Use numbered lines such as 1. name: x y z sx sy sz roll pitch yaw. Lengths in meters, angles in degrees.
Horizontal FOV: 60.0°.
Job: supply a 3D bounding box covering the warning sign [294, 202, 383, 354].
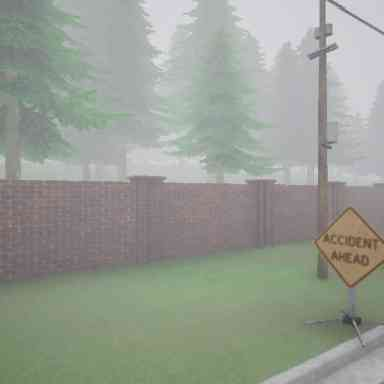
1. warning sign: 2.425 1.114 5.046 1.060 1.860 1.300 0 0 -35
